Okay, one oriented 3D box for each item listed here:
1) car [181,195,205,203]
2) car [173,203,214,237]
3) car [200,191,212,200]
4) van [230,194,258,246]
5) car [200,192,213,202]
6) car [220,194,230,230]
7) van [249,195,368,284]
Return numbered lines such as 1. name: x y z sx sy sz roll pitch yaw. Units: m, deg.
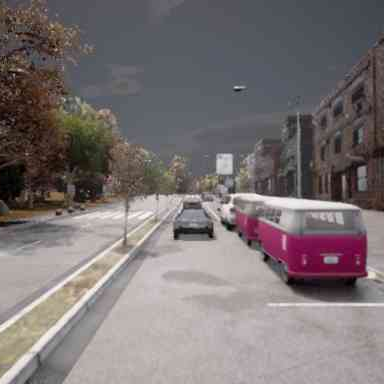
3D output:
1. car: 0.033 1.322 33.062 1.837 1.490 4.892 0 0 0
2. car: 0.064 1.480 17.426 1.994 1.385 4.181 0 0 0
3. car: 2.792 0.648 67.064 2.128 1.511 4.902 0 2 0
4. van: 3.021 1.184 14.978 1.878 1.987 4.442 0 0 0
5. car: 2.807 0.976 59.272 2.033 1.411 5.357 0 2 0
6. car: 3.009 1.127 20.436 2.435 2.045 5.566 0 0 0
7. van: 3.032 1.212 9.432 1.878 1.987 4.442 0 0 0
